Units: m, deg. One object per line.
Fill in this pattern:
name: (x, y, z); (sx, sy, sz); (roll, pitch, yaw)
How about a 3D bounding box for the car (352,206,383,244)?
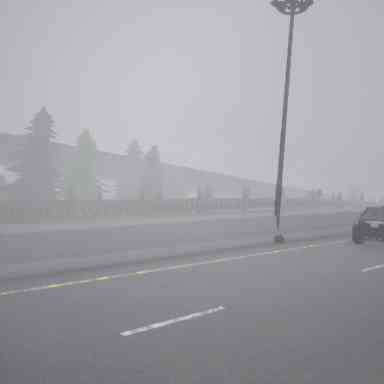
car: (9.093, 1.369, 14.652); (4.553, 1.767, 2.097); (0, 0, -35)
